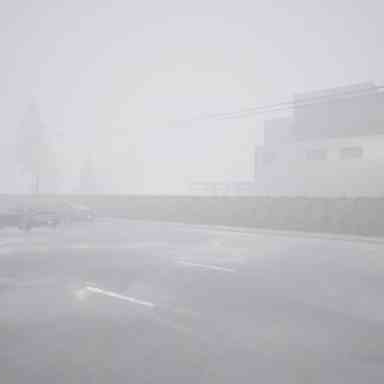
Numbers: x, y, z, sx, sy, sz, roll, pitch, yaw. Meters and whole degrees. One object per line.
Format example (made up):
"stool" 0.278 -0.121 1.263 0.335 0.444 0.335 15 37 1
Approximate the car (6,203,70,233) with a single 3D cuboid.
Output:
"car" -9.726 1.454 19.528 4.902 1.511 2.128 0 0 36

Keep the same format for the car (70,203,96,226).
"car" -8.562 1.486 22.979 4.674 1.442 1.812 0 0 35

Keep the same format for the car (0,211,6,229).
"car" -11.751 1.454 16.673 4.902 1.511 2.128 0 0 36
